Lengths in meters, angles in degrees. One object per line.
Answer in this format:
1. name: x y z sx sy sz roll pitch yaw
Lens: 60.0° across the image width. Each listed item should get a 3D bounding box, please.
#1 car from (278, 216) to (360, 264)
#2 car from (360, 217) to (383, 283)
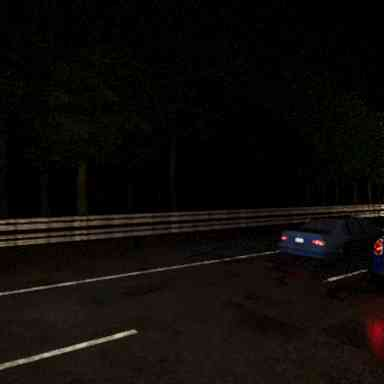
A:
1. car: 5.416 1.566 11.913 5.357 1.411 2.033 0 0 -36
2. car: 6.553 1.368 8.424 4.553 1.767 2.097 0 0 -36
